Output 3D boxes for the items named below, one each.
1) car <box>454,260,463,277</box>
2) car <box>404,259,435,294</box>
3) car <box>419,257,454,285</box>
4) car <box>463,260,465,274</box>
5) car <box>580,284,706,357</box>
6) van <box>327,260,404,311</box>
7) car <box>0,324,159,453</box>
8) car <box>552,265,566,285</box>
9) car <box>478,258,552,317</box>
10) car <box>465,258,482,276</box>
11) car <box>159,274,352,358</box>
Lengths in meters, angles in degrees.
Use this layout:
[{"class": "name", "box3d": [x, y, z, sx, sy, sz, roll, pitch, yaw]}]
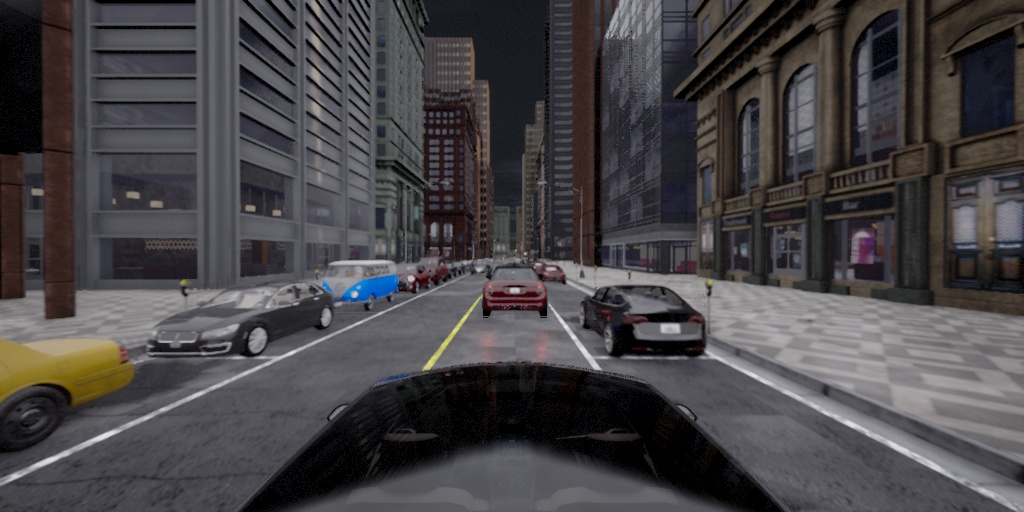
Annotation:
[{"class": "car", "box3d": [-5.755, 1.236, 30.873, 1.948, 1.339, 4.313, 0, 0, 0]}, {"class": "car", "box3d": [-5.758, 1.140, 19.599, 1.967, 1.591, 4.097, 0, 0, 0]}, {"class": "car", "box3d": [-5.757, 1.000, 25.236, 2.192, 1.841, 5.009, 0, 0, 0]}, {"class": "car", "box3d": [-5.754, 1.221, 36.509, 1.948, 1.339, 4.313, 0, 0, 0]}, {"class": "car", "box3d": [2.764, 1.297, 8.330, 1.948, 1.339, 4.313, 0, 0, 0]}, {"class": "van", "box3d": [-5.760, 1.057, 13.962, 1.690, 1.789, 3.998, 0, 0, 0]}, {"class": "car", "box3d": [-5.763, 1.273, 2.520, 1.751, 1.417, 4.829, 0, 0, 0]}, {"class": "car", "box3d": [2.768, 1.267, 25.240, 1.802, 1.307, 4.207, 0, 0, 0]}, {"class": "car", "box3d": [0.094, 1.070, 13.092, 2.097, 1.767, 4.553, 0, 0, 0]}, {"class": "car", "box3d": [-3.086, 1.147, 36.182, 2.128, 1.511, 4.902, 0, 0, 0]}, {"class": "car", "box3d": [-5.761, 1.282, 8.326, 2.007, 1.370, 4.403, 0, 0, 0]}]
